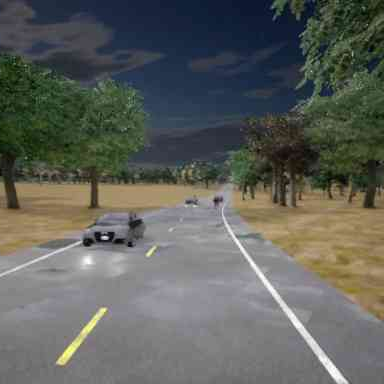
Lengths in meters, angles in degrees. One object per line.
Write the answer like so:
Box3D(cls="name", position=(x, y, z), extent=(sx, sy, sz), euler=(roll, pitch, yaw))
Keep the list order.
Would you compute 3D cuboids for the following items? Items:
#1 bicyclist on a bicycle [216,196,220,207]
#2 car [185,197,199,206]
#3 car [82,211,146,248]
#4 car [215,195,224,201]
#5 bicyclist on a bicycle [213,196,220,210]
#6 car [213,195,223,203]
Box3D(cls="bicyclist on a bicycle", position=(3.802, 1.430, 48.932), extent=(0.582, 1.620, 1.656), euler=(0, 0, 6))
Box3D(cls="car", position=(0.016, 1.496, 55.500), extent=(2.033, 1.411, 5.357), euler=(0, 0, 8))
Box3D(cls="car", position=(-3.284, 1.557, 14.722), extent=(1.994, 1.385, 4.181), euler=(0, 0, 2))
Box3D(cls="car", position=(6.611, 1.438, 80.119), extent=(2.033, 1.411, 5.357), euler=(0, 0, 7))
Box3D(cls="bicyclist on a bicycle", position=(2.893, 1.360, 40.109), extent=(0.659, 1.776, 1.843), euler=(0, 0, 5))
Box3D(cls="car", position=(5.355, 1.462, 69.848), extent=(2.128, 1.511, 4.902), euler=(0, 0, 7))
